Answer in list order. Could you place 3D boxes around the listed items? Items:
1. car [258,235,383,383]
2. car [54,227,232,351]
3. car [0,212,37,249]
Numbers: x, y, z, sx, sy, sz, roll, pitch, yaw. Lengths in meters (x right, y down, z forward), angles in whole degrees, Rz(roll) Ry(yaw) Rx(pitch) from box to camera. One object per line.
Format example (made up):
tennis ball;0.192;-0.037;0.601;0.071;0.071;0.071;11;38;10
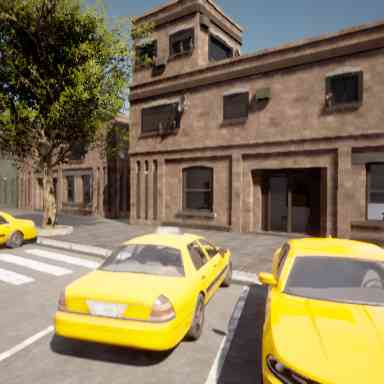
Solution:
car;2.036;1.468;4.674;2.097;1.535;5.008;1;0;15
car;-0.372;1.459;6.581;1.946;1.575;5.366;1;0;16
car;-7.805;1.345;11.463;1.946;1.575;5.366;1;0;16
